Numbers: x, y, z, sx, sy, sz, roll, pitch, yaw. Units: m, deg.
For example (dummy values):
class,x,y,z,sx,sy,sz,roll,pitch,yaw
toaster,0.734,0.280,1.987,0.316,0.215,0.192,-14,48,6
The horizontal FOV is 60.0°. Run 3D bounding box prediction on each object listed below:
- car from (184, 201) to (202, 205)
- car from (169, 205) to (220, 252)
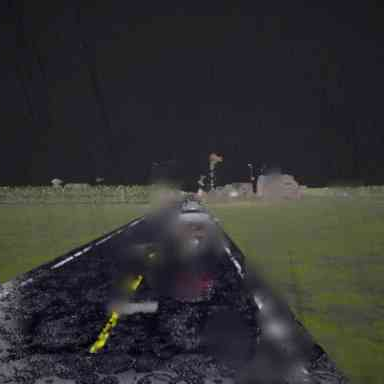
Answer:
class,x,y,z,sx,sy,sz,roll,pitch,yaw
car,0.104,1.580,34.135,1.994,1.385,4.181,0,0,0
car,0.103,1.507,13.896,1.837,1.490,4.892,0,0,0
